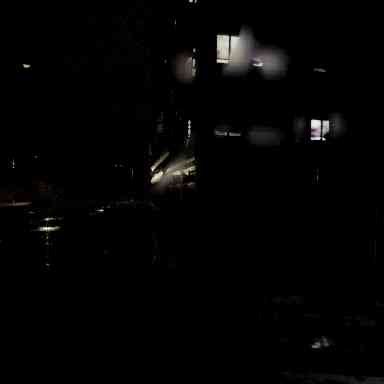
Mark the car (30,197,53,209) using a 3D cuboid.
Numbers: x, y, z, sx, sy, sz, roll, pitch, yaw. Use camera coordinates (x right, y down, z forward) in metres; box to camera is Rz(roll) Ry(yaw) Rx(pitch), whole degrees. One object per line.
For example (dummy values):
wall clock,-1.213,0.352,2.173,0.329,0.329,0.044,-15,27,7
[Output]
car,-19.843,1.420,44.076,1.812,1.442,4.674,1,0,-9
